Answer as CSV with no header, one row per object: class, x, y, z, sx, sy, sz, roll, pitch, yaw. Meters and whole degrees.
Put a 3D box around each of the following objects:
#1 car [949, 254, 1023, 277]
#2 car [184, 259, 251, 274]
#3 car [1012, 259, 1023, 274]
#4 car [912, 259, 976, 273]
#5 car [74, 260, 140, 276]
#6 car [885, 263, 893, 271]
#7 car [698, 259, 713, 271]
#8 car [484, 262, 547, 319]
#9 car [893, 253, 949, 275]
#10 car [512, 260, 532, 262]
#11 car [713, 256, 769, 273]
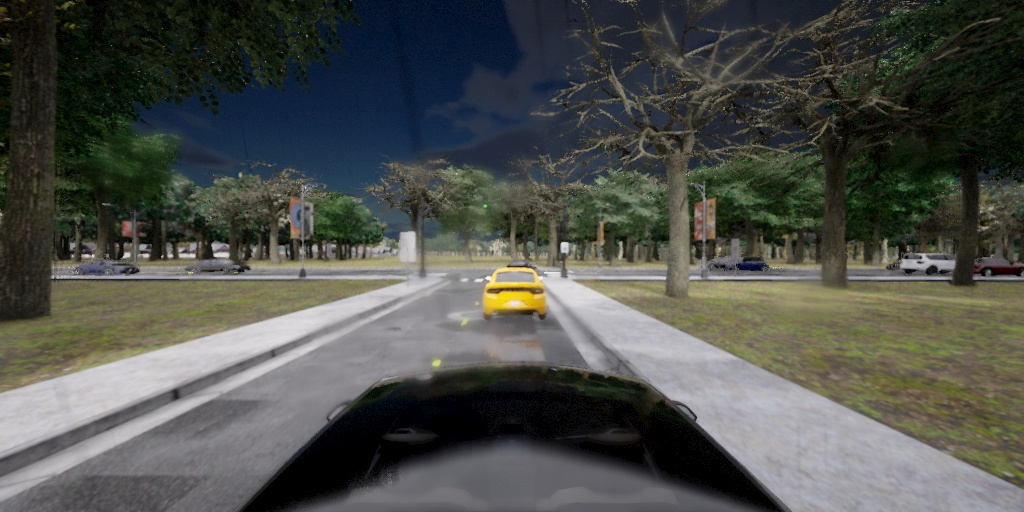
car,42.418,0.929,31.711,4.553,1.767,2.097,0,1,0
car,-28.541,1.000,34.849,5.357,1.411,2.033,0,1,0
car,52.816,1.056,35.026,4.902,1.511,2.128,0,1,0
car,46.051,1.048,38.275,4.674,1.442,1.812,0,1,0
car,-35.603,1.044,31.601,4.181,1.385,1.994,0,1,0
car,46.052,1.056,41.523,4.181,1.385,1.994,0,1,0
car,24.249,0.943,41.593,4.902,1.511,2.128,0,1,0
car,0.098,1.137,12.418,1.882,1.535,5.008,0,1,0
car,41.392,0.767,34.968,5.566,2.045,2.150,0,1,0
car,0.802,1.038,26.891,2.128,1.511,4.902,0,0,13
car,24.674,0.835,38.343,4.553,1.767,2.097,0,1,0
